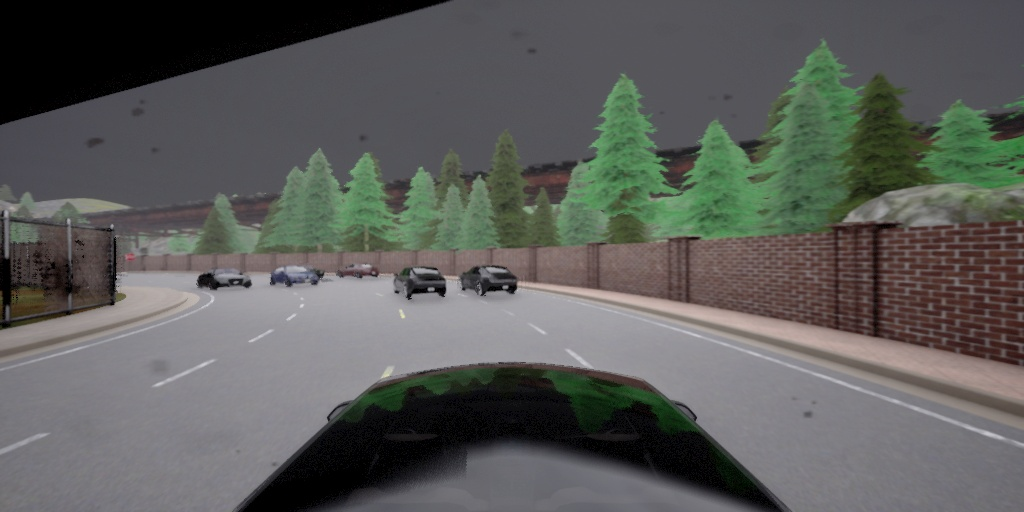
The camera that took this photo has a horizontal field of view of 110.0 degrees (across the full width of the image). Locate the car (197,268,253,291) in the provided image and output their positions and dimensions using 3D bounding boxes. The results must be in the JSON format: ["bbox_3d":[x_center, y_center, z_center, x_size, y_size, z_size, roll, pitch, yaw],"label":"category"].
[{"bbox_3d":[-18.777,1.460,23.414,4.181,1.385,1.994,0,0,35],"label":"car"}]

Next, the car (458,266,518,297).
[{"bbox_3d":[-1.407,1.238,19.172,1.837,1.490,4.892,0,0,-27],"label":"car"}]

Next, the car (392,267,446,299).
[{"bbox_3d":[-4.799,1.272,18.282,1.837,1.490,4.892,0,0,-28],"label":"car"}]

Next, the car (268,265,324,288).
[{"bbox_3d":[-15.397,1.385,25.235,4.674,1.442,1.812,0,0,38],"label":"car"}]

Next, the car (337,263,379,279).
[{"bbox_3d":[-14.162,1.358,33.079,4.674,1.442,1.812,0,0,34],"label":"car"}]
